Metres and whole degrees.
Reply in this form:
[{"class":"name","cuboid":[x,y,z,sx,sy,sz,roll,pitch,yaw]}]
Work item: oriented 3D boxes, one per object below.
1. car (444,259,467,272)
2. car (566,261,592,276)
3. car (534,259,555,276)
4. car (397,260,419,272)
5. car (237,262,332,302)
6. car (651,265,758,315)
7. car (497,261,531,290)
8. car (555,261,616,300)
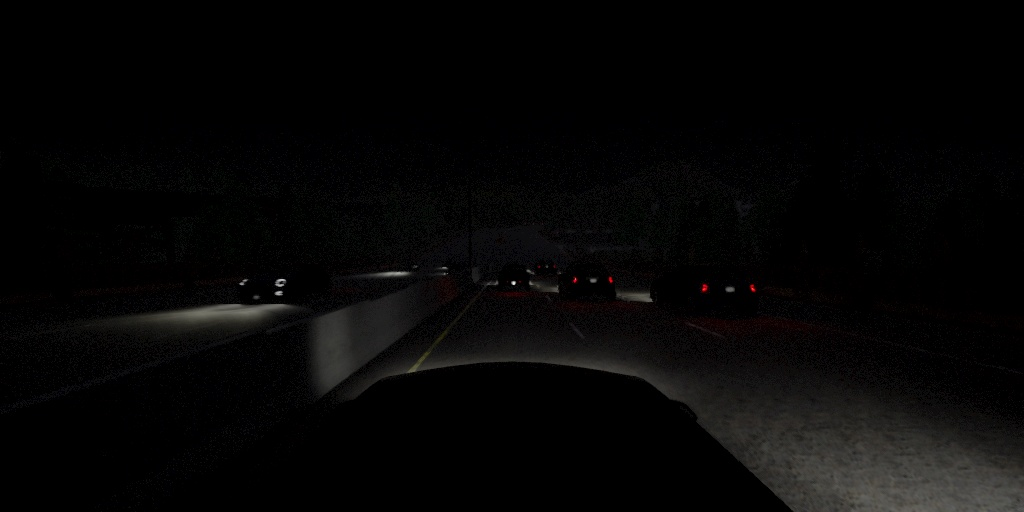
[{"class":"car","cuboid":[-7.003,1.364,46.564,2.033,1.411,5.357,0,0,0]},{"class":"car","cuboid":[7.100,1.310,38.454,1.837,1.490,4.892,0,0,0]},{"class":"car","cuboid":[3.601,1.159,39.117,2.097,1.767,4.553,0,0,0]},{"class":"car","cuboid":[-14.018,1.312,48.530,2.128,1.511,4.902,0,0,0]},{"class":"car","cuboid":[-10.590,1.127,17.093,2.097,1.767,4.553,0,0,0]},{"class":"car","cuboid":[7.100,1.124,13.790,2.097,1.767,4.553,0,0,0]},{"class":"car","cuboid":[0.100,1.287,22.756,1.837,1.490,4.892,0,0,0]},{"class":"car","cuboid":[3.600,1.130,17.987,2.097,1.767,4.553,0,0,0]}]
